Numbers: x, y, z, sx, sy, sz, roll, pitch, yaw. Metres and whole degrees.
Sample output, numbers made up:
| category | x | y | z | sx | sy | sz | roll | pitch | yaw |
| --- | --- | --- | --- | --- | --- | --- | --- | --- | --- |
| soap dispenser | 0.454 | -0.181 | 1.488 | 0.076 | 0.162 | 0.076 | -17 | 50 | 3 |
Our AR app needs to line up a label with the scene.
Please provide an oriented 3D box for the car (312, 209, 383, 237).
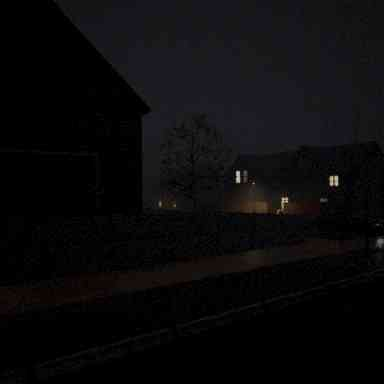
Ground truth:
| category | x | y | z | sx | sy | sz | roll | pitch | yaw |
| --- | --- | --- | --- | --- | --- | --- | --- | --- | --- |
| car | 9.324 | 1.760 | 19.549 | 1.812 | 1.442 | 4.674 | -1 | -1 | -32 |

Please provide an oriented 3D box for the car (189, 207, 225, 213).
| category | x | y | z | sx | sy | sz | roll | pitch | yaw |
| --- | --- | --- | --- | --- | --- | --- | --- | --- | --- |
| car | 1.744 | 2.094 | 30.383 | 2.033 | 1.411 | 5.357 | -1 | -1 | -36 |

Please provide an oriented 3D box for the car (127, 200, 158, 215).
| category | x | y | z | sx | sy | sz | roll | pitch | yaw |
| --- | --- | --- | --- | --- | --- | --- | --- | --- | --- |
| car | -7.291 | 2.191 | 48.099 | 2.150 | 2.045 | 5.566 | -1 | -1 | -35 |

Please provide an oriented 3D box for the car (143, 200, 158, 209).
| category | x | y | z | sx | sy | sz | roll | pitch | yaw |
| --- | --- | --- | --- | --- | --- | --- | --- | --- | --- |
| car | -6.248 | 2.097 | 41.657 | 2.150 | 2.045 | 5.566 | -1 | -1 | -35 |
